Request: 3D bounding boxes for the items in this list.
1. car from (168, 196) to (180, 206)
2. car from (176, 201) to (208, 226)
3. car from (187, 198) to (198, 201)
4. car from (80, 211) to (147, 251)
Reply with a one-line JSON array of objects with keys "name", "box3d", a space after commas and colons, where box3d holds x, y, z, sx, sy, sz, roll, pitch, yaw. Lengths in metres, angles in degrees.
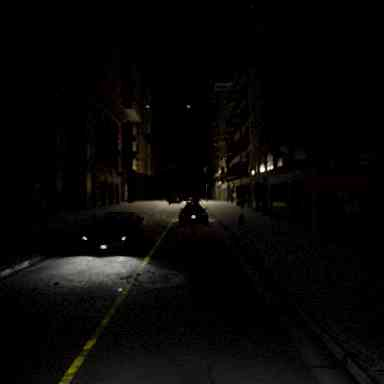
[{"name": "car", "box3d": [-2.998, 1.462, 56.250, 2.033, 1.411, 5.357, 0, 0, 0]}, {"name": "car", "box3d": [0.100, 1.557, 23.222, 1.994, 1.385, 4.181, 0, 0, 0]}, {"name": "car", "box3d": [0.102, 1.545, 43.972, 2.033, 1.411, 5.357, 0, 0, 0]}, {"name": "car", "box3d": [-3.099, 1.541, 14.321, 2.033, 1.411, 5.357, 0, 0, 0]}]
